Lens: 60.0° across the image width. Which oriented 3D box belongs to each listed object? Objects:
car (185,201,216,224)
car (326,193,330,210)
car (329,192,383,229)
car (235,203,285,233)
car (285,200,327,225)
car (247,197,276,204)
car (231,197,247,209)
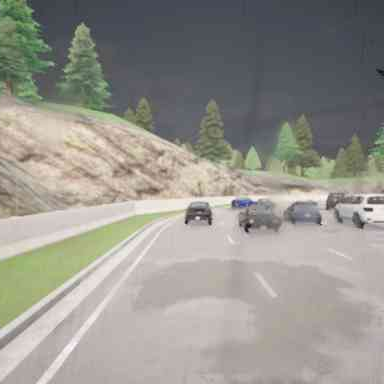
[{"bbox_3d":[0.596,1.414,23.994,1.837,1.490,4.892,0,1,5],"label":"car"},{"bbox_3d":[17.518,1.069,39.497,2.150,2.045,5.566,0,0,34],"label":"car"},{"bbox_3d":[10.928,1.139,21.140,2.150,2.045,5.566,0,0,5],"label":"car"},{"bbox_3d":[3.775,1.526,19.284,1.895,1.301,4.718,0,0,3],"label":"car"},{"bbox_3d":[7.730,1.473,23.465,1.994,1.385,4.181,0,0,8],"label":"car"},{"bbox_3d":[8.145,1.403,37.195,2.033,1.411,5.357,0,0,26],"label":"car"},{"bbox_3d":[6.569,1.315,41.967,1.882,1.535,5.008,0,0,29],"label":"car"}]
